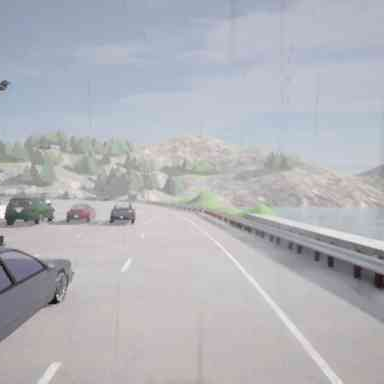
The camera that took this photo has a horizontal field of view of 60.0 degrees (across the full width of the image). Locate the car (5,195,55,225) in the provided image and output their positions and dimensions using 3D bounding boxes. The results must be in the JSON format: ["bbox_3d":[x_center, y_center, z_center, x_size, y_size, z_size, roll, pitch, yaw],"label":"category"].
[{"bbox_3d":[-12.341,1.393,25.642,2.150,2.045,5.566,0,0,-8],"label":"car"}]

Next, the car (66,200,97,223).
[{"bbox_3d":[-9.119,1.692,27.536,1.812,1.442,4.674,0,0,-9],"label":"car"}]

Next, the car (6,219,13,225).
[{"bbox_3d":[-7.220,1.675,9.316,1.895,1.301,4.718,0,0,-3],"label":"car"}]

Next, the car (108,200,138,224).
[{"bbox_3d":[-5.420,1.638,26.487,2.128,1.511,4.902,0,0,-8],"label":"car"}]

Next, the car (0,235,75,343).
[{"bbox_3d":[-3.534,1.587,5.186,2.033,1.411,5.357,0,0,-2],"label":"car"}]
